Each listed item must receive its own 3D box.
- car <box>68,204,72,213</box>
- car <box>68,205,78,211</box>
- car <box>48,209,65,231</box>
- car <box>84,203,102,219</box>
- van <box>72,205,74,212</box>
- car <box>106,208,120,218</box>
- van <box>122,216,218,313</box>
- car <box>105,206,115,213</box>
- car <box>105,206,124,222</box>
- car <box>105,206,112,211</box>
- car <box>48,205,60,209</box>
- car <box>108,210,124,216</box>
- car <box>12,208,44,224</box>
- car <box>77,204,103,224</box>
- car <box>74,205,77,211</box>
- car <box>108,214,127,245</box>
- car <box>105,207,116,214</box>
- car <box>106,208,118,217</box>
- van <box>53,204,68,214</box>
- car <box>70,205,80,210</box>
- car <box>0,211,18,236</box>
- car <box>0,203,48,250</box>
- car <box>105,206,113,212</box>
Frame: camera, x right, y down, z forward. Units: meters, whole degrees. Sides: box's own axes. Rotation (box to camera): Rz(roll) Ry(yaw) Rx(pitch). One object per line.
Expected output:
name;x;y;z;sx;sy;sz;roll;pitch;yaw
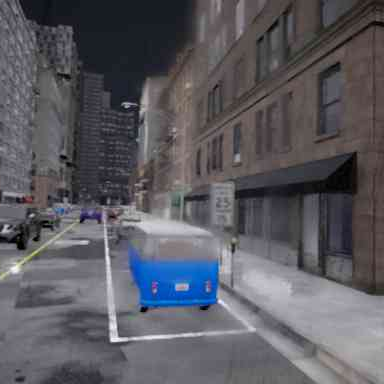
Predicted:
car;-23.426;3.096;60.159;1.967;1.590;4.097;3;-3;-15
car;-29.242;3.876;81.816;2.008;1.369;4.403;3;-3;-15
car;-11.579;2.284;26.227;1.895;1.301;4.718;3;-2;-14
car;-14.120;2.692;47.722;2.150;2.045;5.566;3;-2;-15
van;-24.874;3.165;65.578;1.690;1.788;3.998;3;-3;-15
car;-12.295;3.227;51.519;1.887;1.381;4.507;3;-3;-15
van;-0.664;1.656;8.207;1.690;1.788;3.998;3;-3;-15
car;-18.106;3.901;73.181;1.887;1.381;4.507;3;-3;-15
car;-9.379;2.658;40.699;2.192;1.841;5.009;3;-3;-15
car;-22.464;4.401;89.427;1.887;1.381;4.507;3;-3;-15
car;-19.074;2.729;43.906;1.802;1.307;4.206;3;-3;-15
car;-5.075;2.360;24.608;1.752;1.417;4.829;3;-3;-15
car;-16.168;2.372;33.077;1.947;1.339;4.313;3;-3;-15
car;-11.053;2.336;36.458;2.150;2.045;5.566;3;-2;-15
car;-26.337;3.542;70.985;2.008;1.369;4.403;3;-3;-15
car;-3.579;2.209;19.027;2.008;1.369;4.403;3;-3;-15
car;-16.654;3.755;67.764;1.947;1.339;4.313;3;-3;-15
car;-13.750;3.434;56.933;1.802;1.307;4.206;3;-3;-15
van;-21.969;2.828;54.748;1.690;1.788;3.998;3;-3;-15
car;-30.694;4.036;87.231;1.887;1.381;4.507;3;-3;-15
car;-13.262;2.031;22.247;1.947;1.339;4.313;3;-3;-15
car;-8.944;1.595;16.445;2.150;2.045;5.566;3;-2;-15
car;-21.013;4.272;84.010;1.802;1.307;4.206;3;-3;-15
